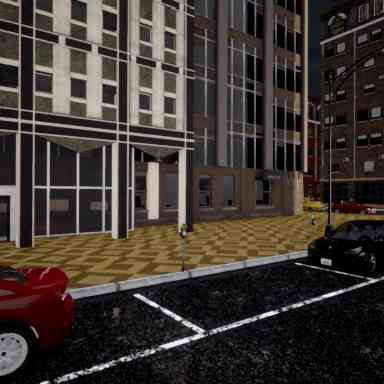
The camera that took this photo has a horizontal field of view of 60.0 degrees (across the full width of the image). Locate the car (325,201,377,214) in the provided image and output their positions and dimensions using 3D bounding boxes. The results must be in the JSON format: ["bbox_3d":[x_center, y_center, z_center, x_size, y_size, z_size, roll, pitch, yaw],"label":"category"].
[{"bbox_3d":[15.538,1.535,32.174,1.802,1.307,4.206,0,0,-36],"label":"car"}]

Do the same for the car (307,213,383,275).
[{"bbox_3d":[5.494,1.567,10.497,4.313,1.339,1.947,0,0,-36],"label":"car"}]

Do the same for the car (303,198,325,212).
[{"bbox_3d":[12.331,1.468,36.633,1.752,1.417,4.829,0,0,-36],"label":"car"}]

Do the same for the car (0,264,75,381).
[{"bbox_3d":[-3.756,1.545,3.874,4.507,1.381,1.887,0,0,-36],"label":"car"}]

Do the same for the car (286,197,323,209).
[{"bbox_3d":[15.625,1.500,46.401,1.752,1.417,4.829,0,0,-36],"label":"car"}]
